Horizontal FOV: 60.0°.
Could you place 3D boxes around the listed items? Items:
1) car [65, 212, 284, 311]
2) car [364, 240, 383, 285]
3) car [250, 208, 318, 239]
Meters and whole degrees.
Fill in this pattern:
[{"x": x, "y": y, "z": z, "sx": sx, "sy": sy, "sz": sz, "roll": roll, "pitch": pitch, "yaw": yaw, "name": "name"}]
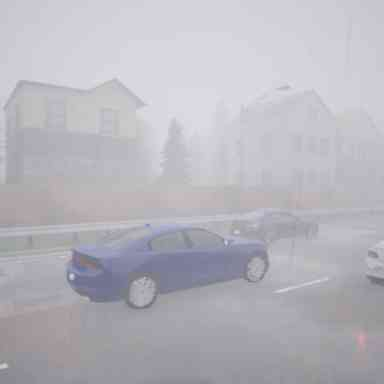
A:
[{"x": -0.301, "y": 1.455, "z": 7.831, "sx": 5.008, "sy": 1.535, "sz": 1.882, "roll": 0, "pitch": 0, "yaw": -36, "name": "car"}, {"x": 5.961, "y": 1.476, "z": 8.018, "sx": 4.674, "sy": 1.442, "sz": 1.812, "roll": 0, "pitch": 0, "yaw": -36, "name": "car"}, {"x": 3.721, "y": 1.464, "z": 15.017, "sx": 4.674, "sy": 1.442, "sz": 1.812, "roll": 0, "pitch": 0, "yaw": -36, "name": "car"}]
